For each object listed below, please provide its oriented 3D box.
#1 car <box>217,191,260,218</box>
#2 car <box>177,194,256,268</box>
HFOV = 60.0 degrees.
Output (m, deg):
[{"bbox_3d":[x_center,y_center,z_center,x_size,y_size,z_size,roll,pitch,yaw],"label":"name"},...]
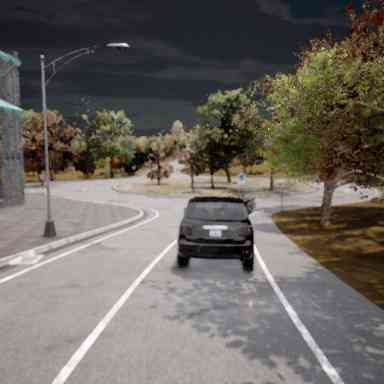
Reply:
[{"bbox_3d":[3.879,0.900,27.033,2.128,1.511,4.902,2,5,24],"label":"car"},{"bbox_3d":[0.819,1.127,11.153,2.150,2.045,5.566,1,1,5],"label":"car"}]
